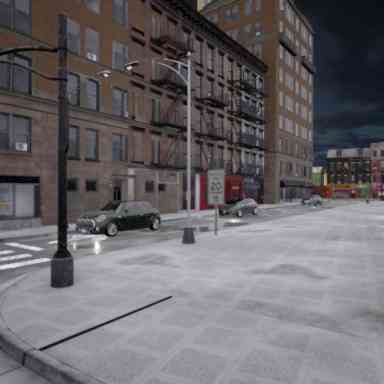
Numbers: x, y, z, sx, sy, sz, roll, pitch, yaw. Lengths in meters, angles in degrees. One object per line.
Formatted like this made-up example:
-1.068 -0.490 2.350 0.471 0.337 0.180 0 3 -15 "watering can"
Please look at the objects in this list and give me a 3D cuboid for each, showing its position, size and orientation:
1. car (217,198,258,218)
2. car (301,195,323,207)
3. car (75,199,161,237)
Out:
3.934 1.269 27.937 1.837 1.490 4.892 0 2 36 "car"
16.225 1.127 44.879 2.128 1.511 4.902 0 0 36 "car"
-3.727 1.214 17.331 2.097 1.767 4.553 0 1 37 "car"
